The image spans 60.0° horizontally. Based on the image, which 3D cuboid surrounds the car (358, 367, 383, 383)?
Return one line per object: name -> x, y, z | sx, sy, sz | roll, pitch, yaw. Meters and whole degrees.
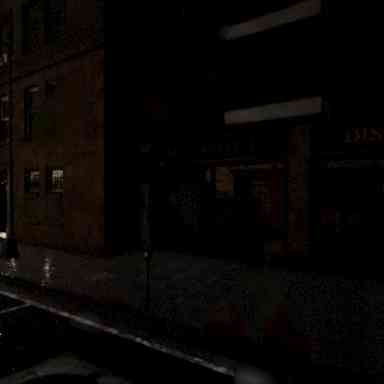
car -> 2.638, 1.434, 1.197 | 4.097, 1.590, 1.967 | 0, 0, 36
